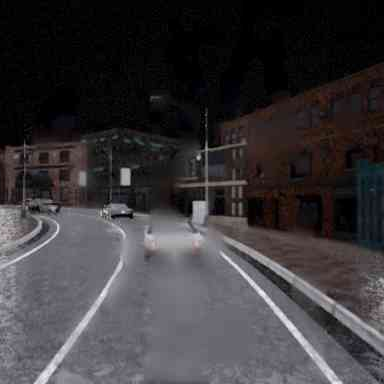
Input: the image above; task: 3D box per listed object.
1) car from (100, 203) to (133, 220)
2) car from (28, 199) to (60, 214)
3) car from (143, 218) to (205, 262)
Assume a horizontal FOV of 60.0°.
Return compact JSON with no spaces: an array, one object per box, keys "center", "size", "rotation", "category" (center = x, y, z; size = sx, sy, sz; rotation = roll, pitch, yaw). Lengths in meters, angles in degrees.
[{"center":[-6.605,1.593,28.840],"size":[1.994,1.385,4.181],"rotation":[1,0,-30],"category":"car"},{"center":[-15.285,1.450,34.366],"size":[2.128,1.511,4.902],"rotation":[1,-1,-44],"category":"car"},{"center":[-0.837,1.618,12.286],"size":[1.895,1.301,4.718],"rotation":[0,0,-8],"category":"car"}]
